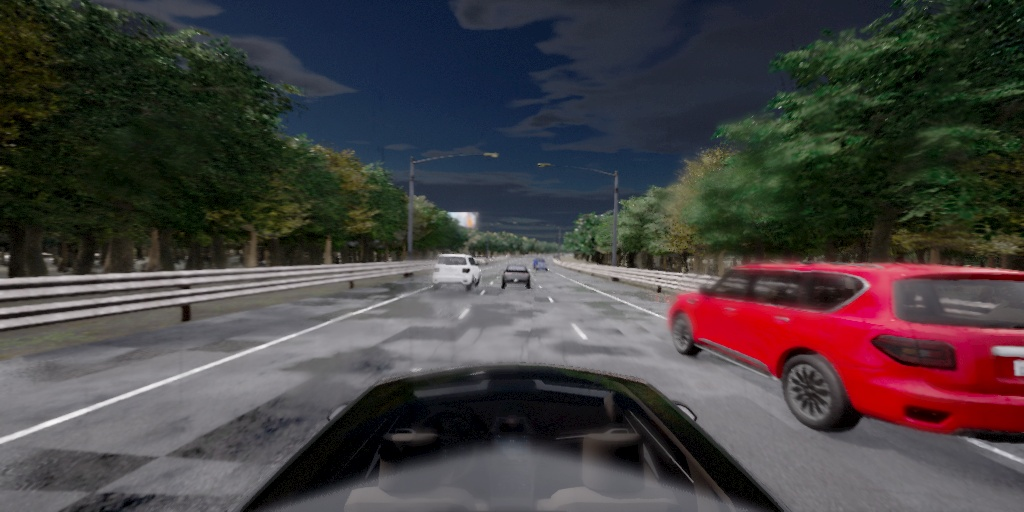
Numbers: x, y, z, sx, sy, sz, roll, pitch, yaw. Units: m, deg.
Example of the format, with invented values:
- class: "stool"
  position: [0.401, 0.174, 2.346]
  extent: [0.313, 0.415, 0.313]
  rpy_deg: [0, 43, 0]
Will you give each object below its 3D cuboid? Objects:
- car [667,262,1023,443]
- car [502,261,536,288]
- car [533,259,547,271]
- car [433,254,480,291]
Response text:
- class: "car"
  position: [4.676, 1.119, 5.922]
  extent: [2.150, 2.045, 5.566]
  rpy_deg: [2, 0, 0]
- class: "car"
  position: [0.298, 1.325, 24.772]
  extent: [2.128, 1.511, 4.902]
  rpy_deg: [2, 0, 1]
- class: "car"
  position: [4.666, 1.613, 57.470]
  extent: [2.033, 1.411, 5.357]
  rpy_deg: [2, 0, 2]
- class: "car"
  position: [-3.253, 0.944, 21.916]
  extent: [2.150, 2.045, 5.566]
  rpy_deg: [2, 0, 1]
